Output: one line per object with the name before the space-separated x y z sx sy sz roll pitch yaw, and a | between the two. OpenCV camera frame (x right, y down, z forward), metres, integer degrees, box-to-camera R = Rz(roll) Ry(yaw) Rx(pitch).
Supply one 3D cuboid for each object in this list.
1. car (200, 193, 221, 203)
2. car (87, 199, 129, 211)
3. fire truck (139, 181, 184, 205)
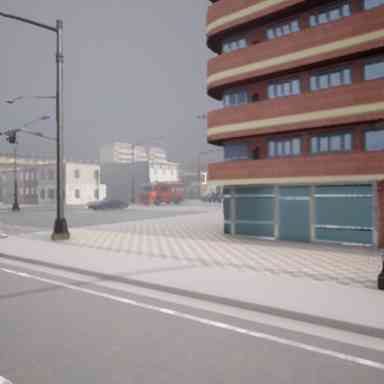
car | 3.438 0.986 60.629 2.097 1.767 4.553 -1 1 37
car | -10.500 1.600 42.037 2.033 1.411 5.357 -1 1 37
fire truck | -4.937 0.174 55.257 2.891 3.827 8.468 -1 1 37
